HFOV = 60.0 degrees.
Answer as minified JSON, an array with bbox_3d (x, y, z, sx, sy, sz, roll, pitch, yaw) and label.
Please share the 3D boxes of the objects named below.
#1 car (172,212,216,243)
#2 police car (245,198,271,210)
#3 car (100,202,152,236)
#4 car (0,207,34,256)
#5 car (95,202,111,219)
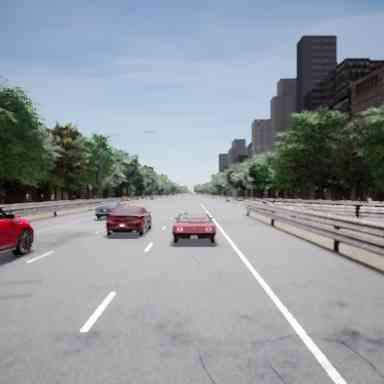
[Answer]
[{"bbox_3d":[0.096,1.605,16.183,1.895,1.301,4.718,0,0,0],"label":"car"},{"bbox_3d":[8.603,1.573,42.680,2.038,1.542,4.974,0,0,-20],"label":"police car"},{"bbox_3d":[-3.405,1.482,18.675,1.882,1.535,5.008,0,0,0],"label":"car"},{"bbox_3d":[-6.904,1.223,9.917,2.150,2.045,5.566,0,0,0],"label":"car"},{"bbox_3d":[-6.906,1.556,28.909,2.033,1.411,5.357,0,0,0],"label":"car"}]
